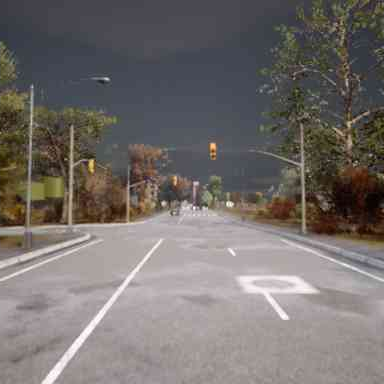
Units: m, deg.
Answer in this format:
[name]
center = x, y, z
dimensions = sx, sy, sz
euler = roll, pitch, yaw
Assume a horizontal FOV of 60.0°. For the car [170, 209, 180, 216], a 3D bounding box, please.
[car]
center = -3.476, 4.189, 68.256
dimensions = 2.128, 1.511, 4.902
euler = 0, -1, 0
